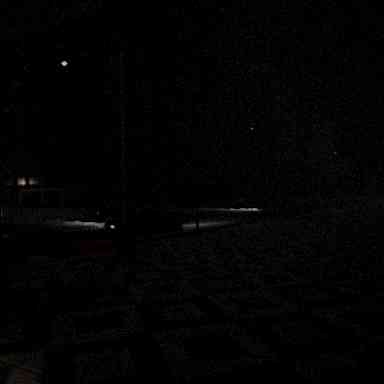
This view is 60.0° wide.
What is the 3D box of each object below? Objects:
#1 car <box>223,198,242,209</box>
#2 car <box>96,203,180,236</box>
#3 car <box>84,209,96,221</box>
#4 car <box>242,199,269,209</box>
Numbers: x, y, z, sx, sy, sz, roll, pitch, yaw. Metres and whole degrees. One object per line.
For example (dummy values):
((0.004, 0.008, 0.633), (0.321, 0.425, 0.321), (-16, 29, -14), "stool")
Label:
((6.292, 1.641, 48.147), (1.812, 1.442, 4.674), (-1, -1, 36), "car")
((-2.600, 1.522, 18.713), (2.128, 1.511, 4.902), (-1, -1, 35), "car")
((-7.200, 1.718, 29.247), (1.812, 1.442, 4.674), (-1, -1, 35), "car")
((9.212, 1.618, 46.636), (1.994, 1.385, 4.181), (-1, -1, 36), "car")
